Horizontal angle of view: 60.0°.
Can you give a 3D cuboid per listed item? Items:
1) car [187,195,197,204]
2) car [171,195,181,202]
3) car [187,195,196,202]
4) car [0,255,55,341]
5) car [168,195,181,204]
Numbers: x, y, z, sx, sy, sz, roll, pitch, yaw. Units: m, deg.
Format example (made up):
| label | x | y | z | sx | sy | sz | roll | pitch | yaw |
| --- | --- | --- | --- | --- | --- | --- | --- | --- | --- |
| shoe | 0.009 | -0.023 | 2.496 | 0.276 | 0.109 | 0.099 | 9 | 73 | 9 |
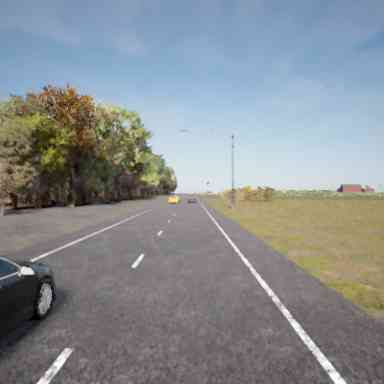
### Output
| label | x | y | z | sx | sy | sz | roll | pitch | yaw |
| --- | --- | --- | --- | --- | --- | --- | --- | --- | --- |
| car | -0.023 | 1.481 | 65.040 | 2.128 | 1.511 | 4.902 | 0 | 0 | 0 |
| car | -3.526 | 1.393 | 75.079 | 2.033 | 1.411 | 5.357 | 0 | 0 | 0 |
| car | -0.027 | 1.406 | 75.080 | 1.994 | 1.385 | 4.181 | 0 | 0 | 0 |
| car | -3.502 | 1.509 | 4.414 | 1.837 | 1.490 | 4.892 | 0 | 0 | 0 |
| car | -3.522 | 1.464 | 64.655 | 1.882 | 1.535 | 5.008 | 0 | 0 | 0 |
